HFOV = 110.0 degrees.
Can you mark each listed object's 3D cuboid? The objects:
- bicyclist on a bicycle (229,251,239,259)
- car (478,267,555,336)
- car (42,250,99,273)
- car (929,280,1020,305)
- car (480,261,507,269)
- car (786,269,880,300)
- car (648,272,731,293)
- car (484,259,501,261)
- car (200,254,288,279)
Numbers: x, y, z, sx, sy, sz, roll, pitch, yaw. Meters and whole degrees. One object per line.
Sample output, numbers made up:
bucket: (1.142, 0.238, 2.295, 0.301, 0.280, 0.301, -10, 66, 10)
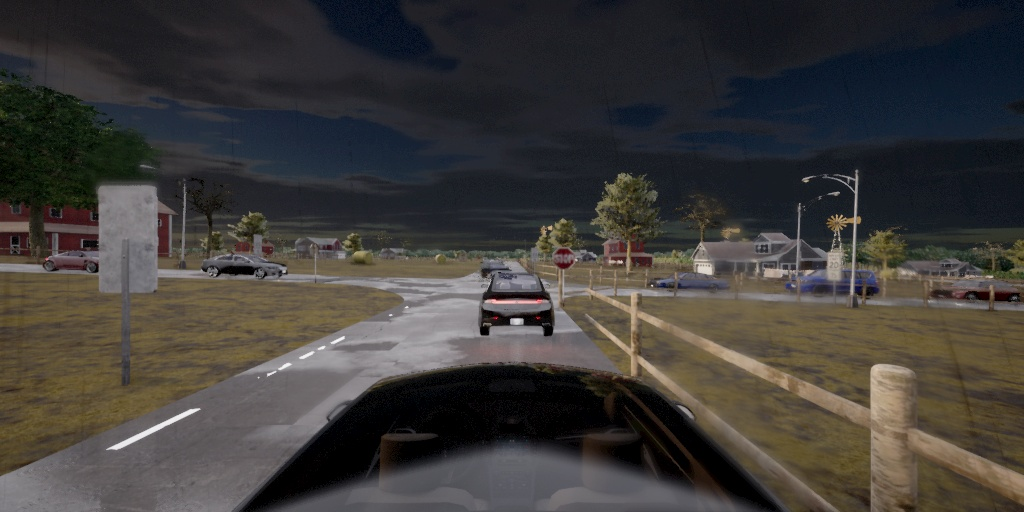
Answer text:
bicyclist on a bicycle: (-22.577, 0.419, 29.056, 0.582, 1.620, 1.656, 2, 0, 0)
car: (0.111, 1.246, 10.383, 2.128, 1.511, 4.902, 0, 0, 0)
car: (-27.149, 0.345, 23.073, 4.181, 1.385, 1.994, 2, 0, 0)
car: (33.420, 2.497, 25.996, 4.553, 1.767, 2.097, 2, 0, 0)
car: (-1.335, 1.343, 29.898, 1.994, 1.385, 4.181, 0, 0, -20)
car: (23.225, 1.950, 26.007, 5.566, 2.045, 2.150, 2, 0, 0)
car: (12.783, 1.860, 25.972, 5.357, 1.411, 2.033, 2, 0, -1)
car: (-2.778, 1.137, 43.865, 2.097, 1.767, 4.553, 0, 0, -1)
car: (-17.100, 0.645, 23.068, 4.902, 1.511, 2.128, 2, 0, 0)
